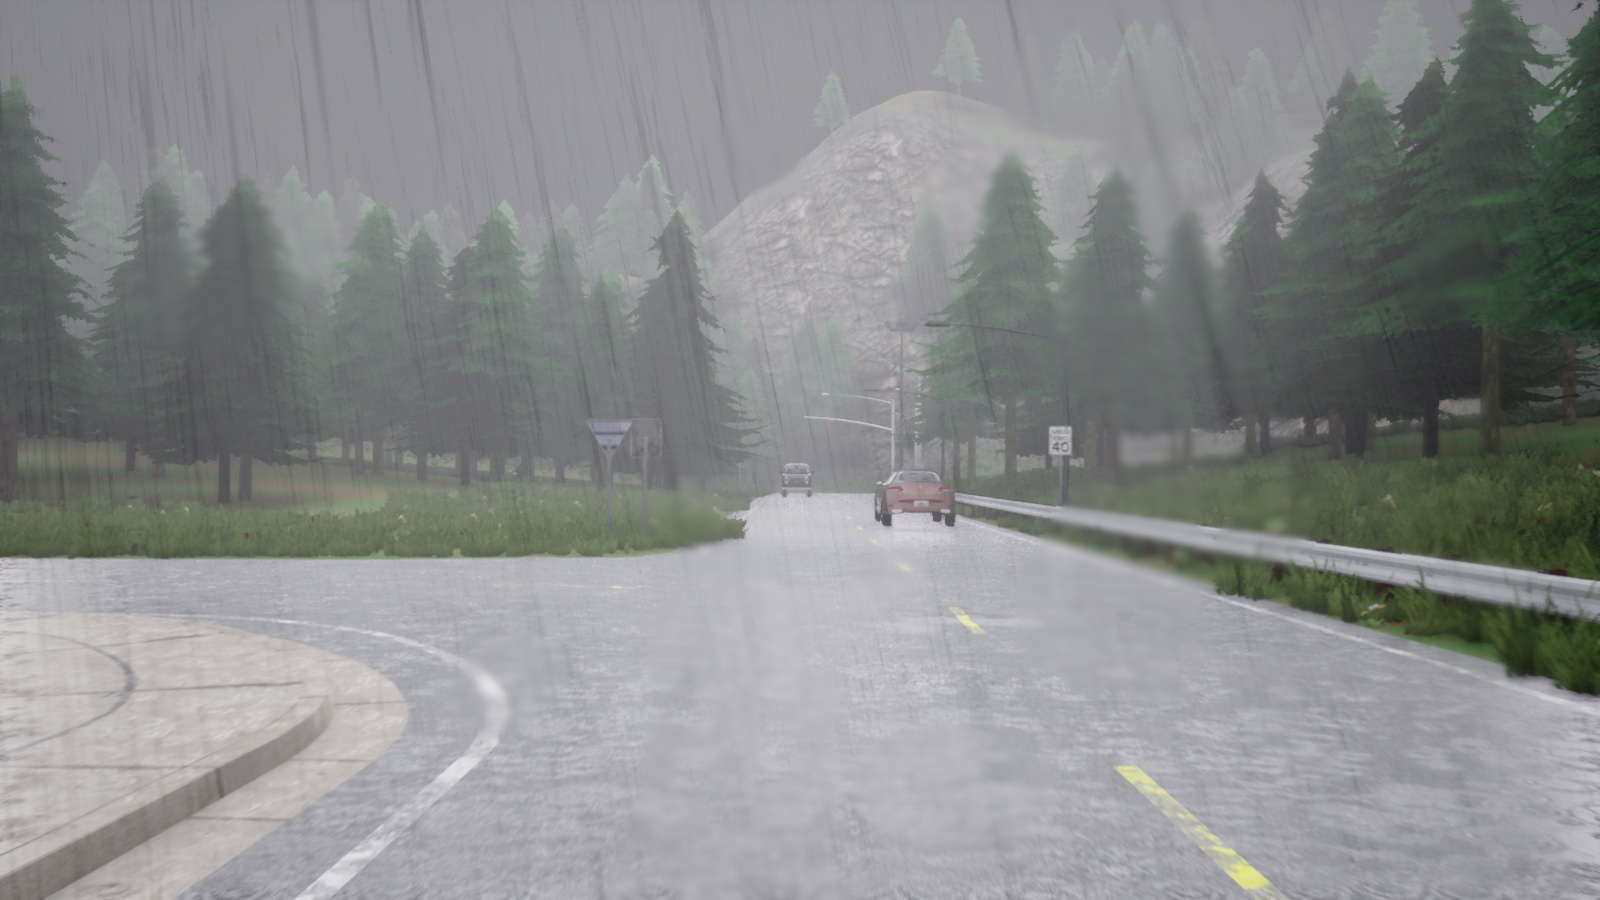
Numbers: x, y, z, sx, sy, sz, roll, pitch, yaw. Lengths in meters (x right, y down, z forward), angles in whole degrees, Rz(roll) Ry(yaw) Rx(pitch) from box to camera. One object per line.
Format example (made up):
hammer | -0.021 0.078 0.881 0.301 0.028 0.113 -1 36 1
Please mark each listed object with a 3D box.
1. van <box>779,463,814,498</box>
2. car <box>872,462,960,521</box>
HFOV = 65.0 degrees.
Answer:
van | -0.180 1.814 76.058 2.069 2.038 4.480 0 -1 0
car | 3.407 1.213 37.813 2.152 1.651 5.027 0 -1 0
